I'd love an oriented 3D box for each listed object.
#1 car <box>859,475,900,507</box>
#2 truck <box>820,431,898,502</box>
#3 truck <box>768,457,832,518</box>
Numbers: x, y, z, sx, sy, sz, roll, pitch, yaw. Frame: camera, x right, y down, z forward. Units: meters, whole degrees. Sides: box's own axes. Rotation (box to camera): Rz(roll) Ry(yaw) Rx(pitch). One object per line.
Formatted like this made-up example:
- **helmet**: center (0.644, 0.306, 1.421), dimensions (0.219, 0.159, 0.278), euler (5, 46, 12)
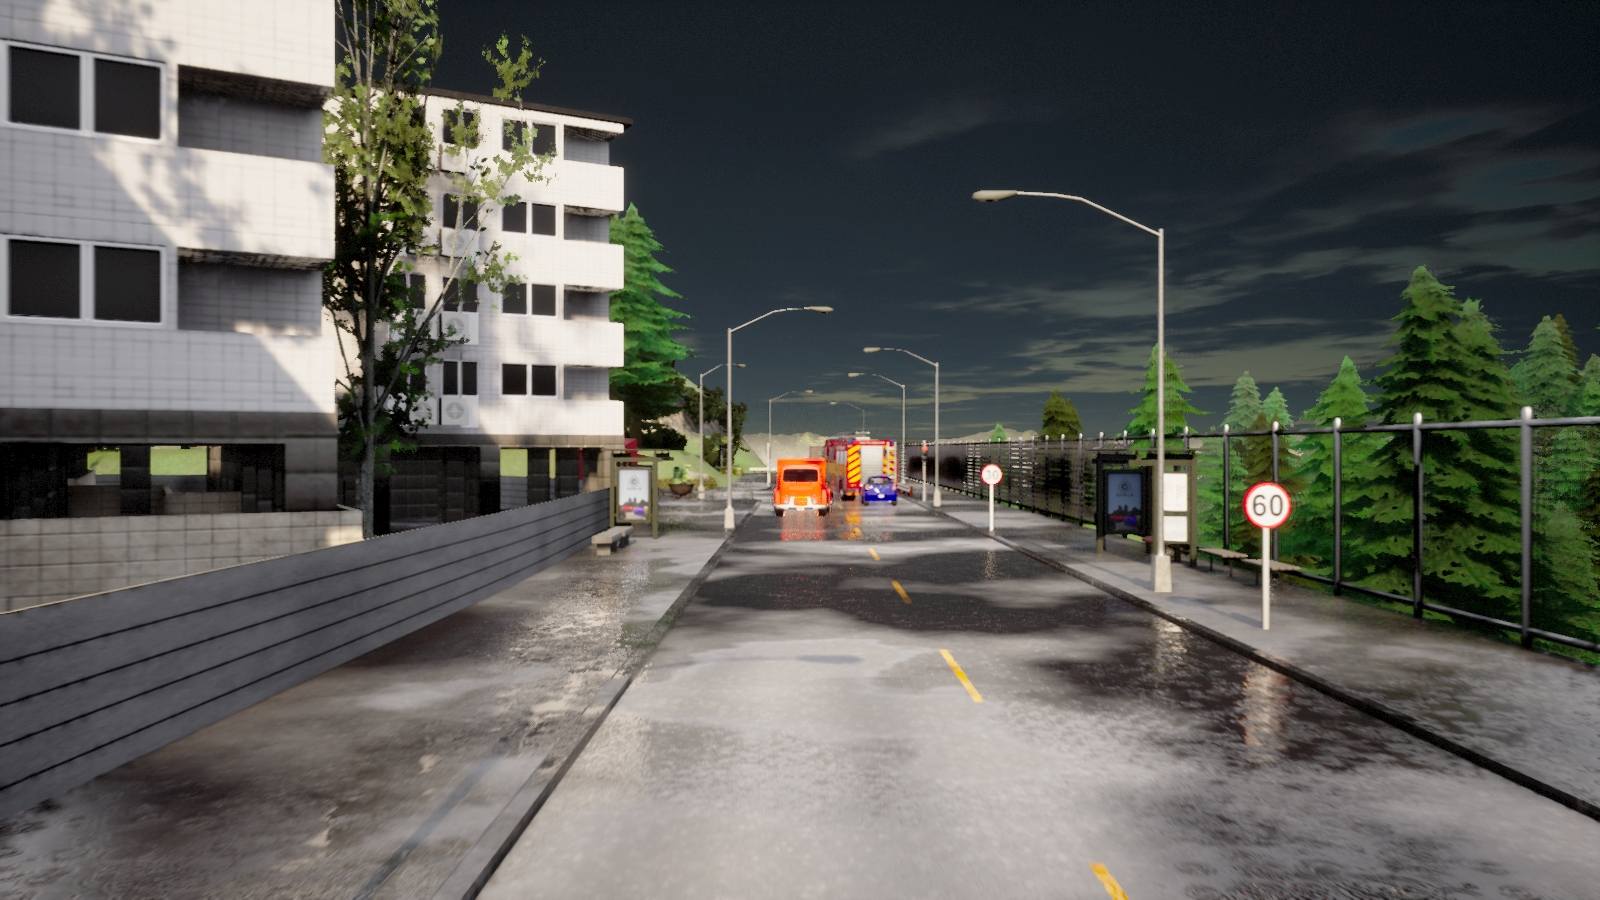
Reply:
- **car**: center (3.999, 2.038, 58.168), dimensions (1.845, 1.501, 3.633), euler (0, 0, 0)
- **truck**: center (3.267, 0.891, 65.676), dimensions (2.891, 3.827, 8.468), euler (0, 0, -8)
- **truck**: center (0.067, 1.568, 49.414), dimensions (2.627, 2.467, 5.204), euler (0, 0, 1)
